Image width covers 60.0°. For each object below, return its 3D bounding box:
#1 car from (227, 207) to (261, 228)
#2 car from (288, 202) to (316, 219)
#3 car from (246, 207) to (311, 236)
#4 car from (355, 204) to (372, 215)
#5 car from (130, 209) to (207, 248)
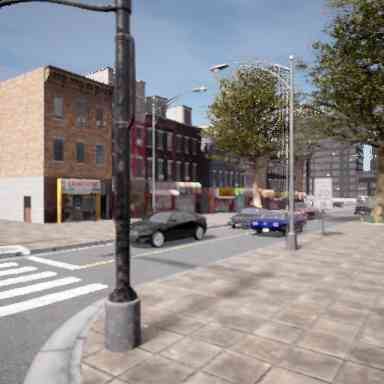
[{"bbox_3d":[4.516,1.807,23.827,2.033,1.411,5.357,0,-1,35],"label":"car"},{"bbox_3d":[10.395,1.803,32.174,2.097,1.767,4.553,0,-1,34],"label":"car"},{"bbox_3d":[5.310,1.815,19.910,1.895,1.301,4.718,0,-1,36],"label":"car"},{"bbox_3d":[23.884,2.382,46.151,1.837,1.490,4.892,0,-1,35],"label":"car"},{"bbox_3d":[-1.203,1.587,15.727,1.882,1.535,5.008,0,-1,35],"label":"car"}]
